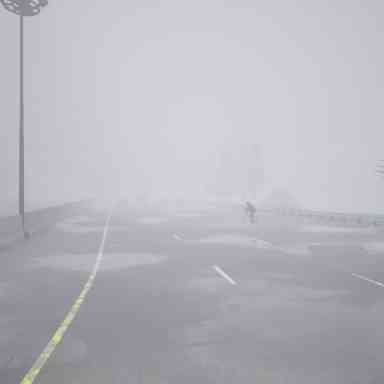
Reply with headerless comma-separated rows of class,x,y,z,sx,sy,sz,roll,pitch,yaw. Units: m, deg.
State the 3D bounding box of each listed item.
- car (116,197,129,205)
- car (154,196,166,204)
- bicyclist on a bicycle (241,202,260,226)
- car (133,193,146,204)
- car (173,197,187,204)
car,-12.291,1.547,58.907,2.033,1.411,5.357,0,0,-15
car,-6.005,1.547,62.673,2.033,1.411,5.357,0,0,-12
bicyclist on a bicycle,3.846,1.455,21.984,0.582,1.620,1.656,0,-2,-41
car,-10.336,1.221,65.878,2.150,2.045,5.566,0,0,-13
car,-2.258,1.547,62.003,2.033,1.411,5.357,0,0,-12
